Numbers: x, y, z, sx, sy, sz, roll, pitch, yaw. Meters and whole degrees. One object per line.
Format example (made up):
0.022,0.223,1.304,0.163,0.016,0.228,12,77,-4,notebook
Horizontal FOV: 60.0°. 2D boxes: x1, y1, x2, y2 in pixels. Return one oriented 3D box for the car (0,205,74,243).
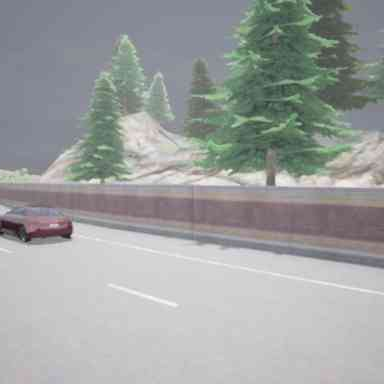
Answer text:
-6.916,1.240,14.430,4.181,1.385,1.994,2,1,42,car
